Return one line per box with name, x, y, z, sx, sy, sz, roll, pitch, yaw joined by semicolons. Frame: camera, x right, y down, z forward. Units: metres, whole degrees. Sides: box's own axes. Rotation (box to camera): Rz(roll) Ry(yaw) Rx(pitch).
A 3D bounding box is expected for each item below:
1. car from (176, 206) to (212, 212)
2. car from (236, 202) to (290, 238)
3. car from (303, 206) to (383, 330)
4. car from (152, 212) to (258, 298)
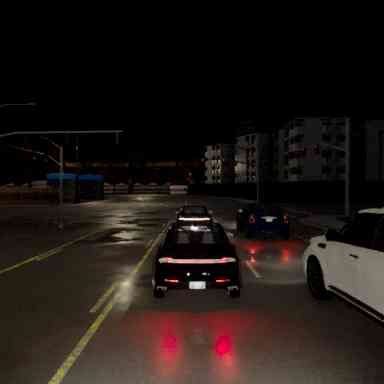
car;0.115;1.473;17.953;2.128;1.511;4.902;0;0;0
car;3.613;1.328;17.676;2.097;1.767;4.553;0;0;0
car;3.597;1.212;5.143;2.150;2.045;5.566;0;-1;-1
car;0.104;1.499;8.541;2.128;1.511;4.902;0;0;0
